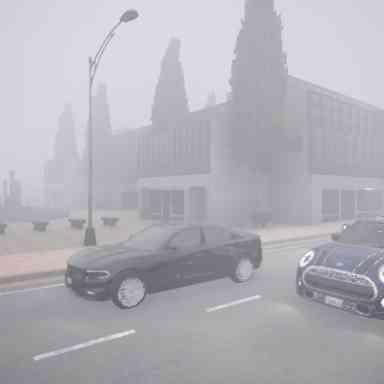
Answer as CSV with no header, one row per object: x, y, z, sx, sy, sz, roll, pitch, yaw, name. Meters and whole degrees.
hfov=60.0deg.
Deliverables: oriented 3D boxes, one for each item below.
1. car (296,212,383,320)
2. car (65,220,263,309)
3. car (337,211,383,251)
4.308,1.352,7.253,4.553,1.767,2.097,0,0,-37,car
-0.425,1.478,8.068,5.008,1.535,1.882,0,0,-37,car
8.674,1.601,14.915,4.718,1.301,1.895,0,0,-37,car
